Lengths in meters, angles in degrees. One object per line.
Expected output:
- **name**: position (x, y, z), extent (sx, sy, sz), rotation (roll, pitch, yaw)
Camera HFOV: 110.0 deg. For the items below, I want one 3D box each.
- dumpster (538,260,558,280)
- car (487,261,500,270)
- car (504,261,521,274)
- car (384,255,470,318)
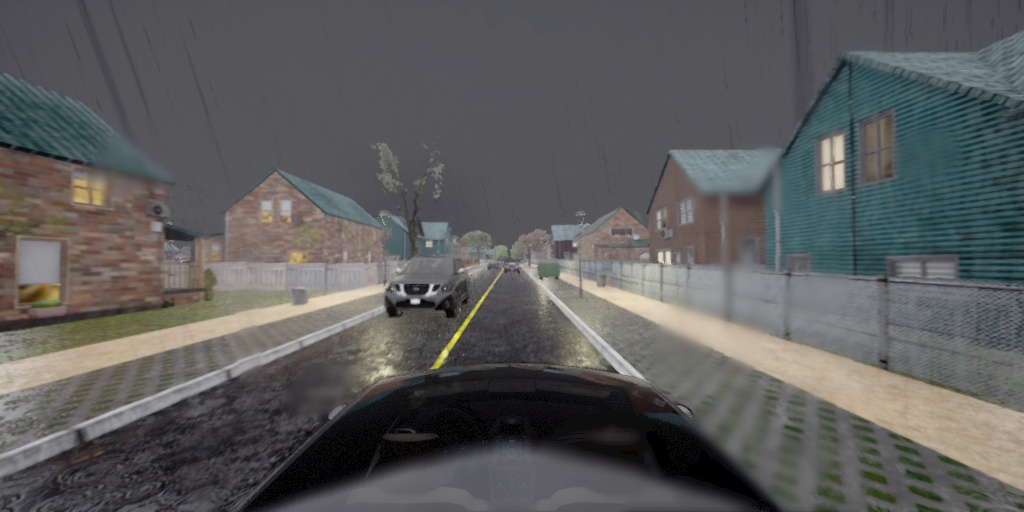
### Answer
- **dumpster**: position (3.008, 1.194, 30.256), extent (1.020, 1.700, 1.940), rotation (0, 0, 0)
- **car**: position (-2.805, 1.431, 55.102), extent (2.033, 1.411, 5.357), rotation (0, 0, 1)
- **car**: position (0.040, 1.364, 43.670), extent (1.812, 1.442, 4.674), rotation (0, 0, 1)
- **car**: position (-2.850, 0.984, 13.328), extent (2.150, 2.045, 5.566), rotation (0, 0, 0)
